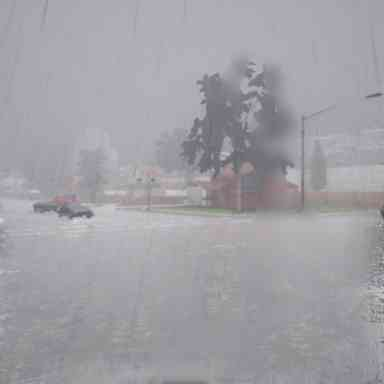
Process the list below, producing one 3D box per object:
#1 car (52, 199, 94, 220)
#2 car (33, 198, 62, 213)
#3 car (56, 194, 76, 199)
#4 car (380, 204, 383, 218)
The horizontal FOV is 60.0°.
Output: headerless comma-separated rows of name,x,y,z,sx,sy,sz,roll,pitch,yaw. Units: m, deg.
car,-10.536,1.621,29.722,2.033,1.411,5.357,0,0,-37
car,-16.388,1.675,37.487,1.895,1.301,4.718,0,0,-37
car,-17.142,1.311,44.608,2.150,2.045,5.566,0,0,-37
car,19.816,1.400,30.946,5.566,2.045,2.150,0,0,-35
